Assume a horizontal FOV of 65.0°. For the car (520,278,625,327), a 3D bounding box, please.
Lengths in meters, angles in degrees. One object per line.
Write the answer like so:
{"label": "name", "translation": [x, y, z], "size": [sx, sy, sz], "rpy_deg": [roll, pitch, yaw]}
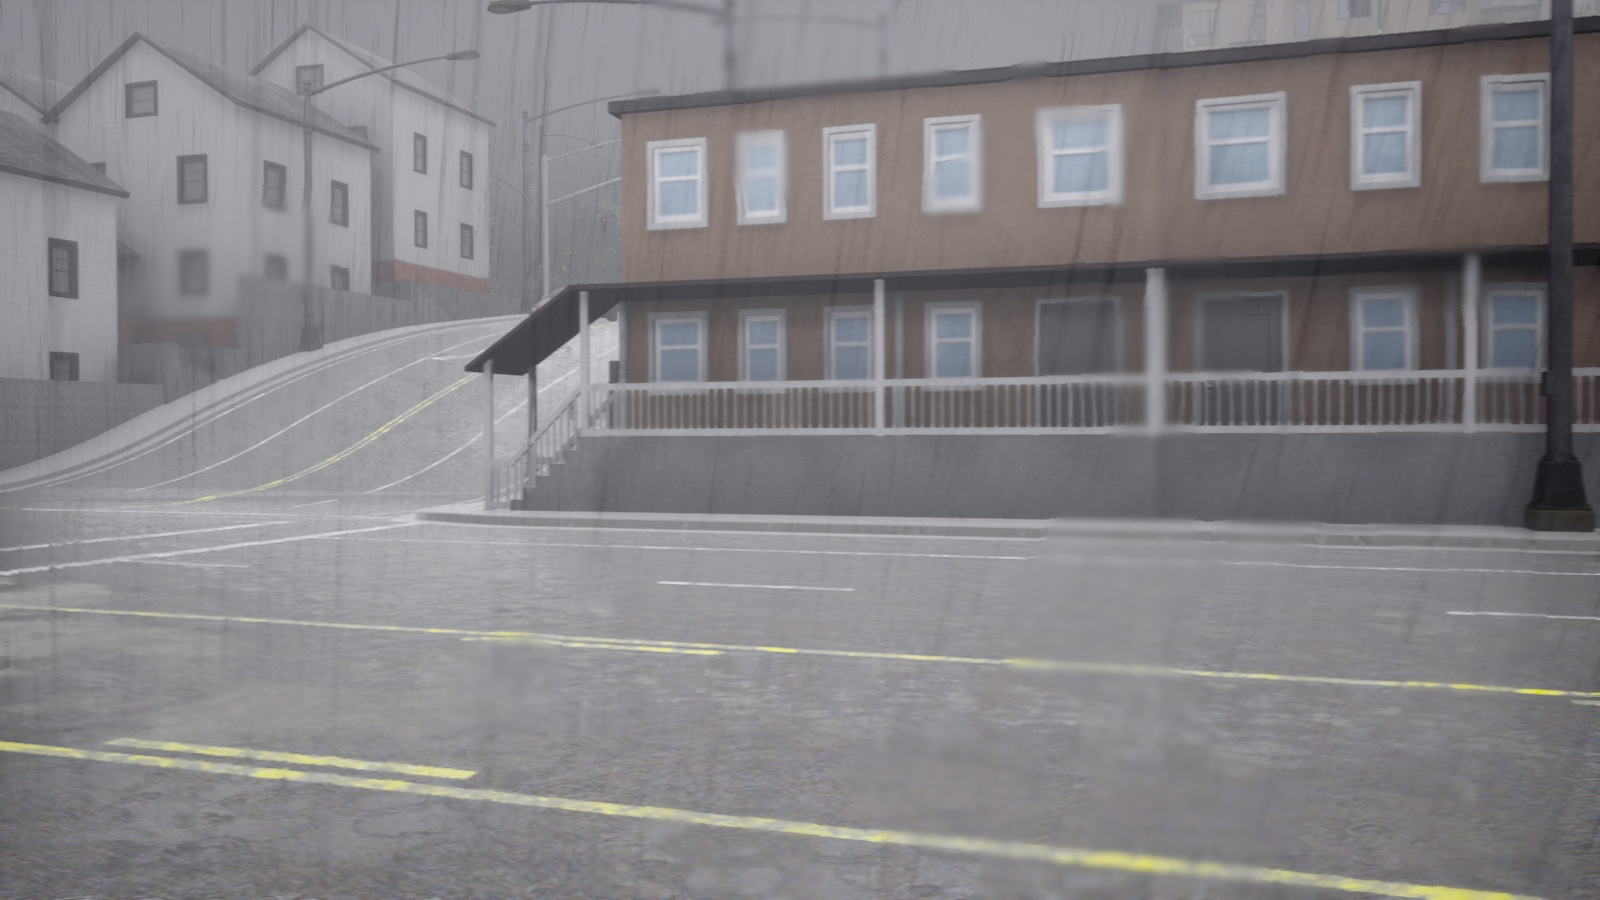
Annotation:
{"label": "car", "translation": [-9.362, -6.162, 52.158], "size": [2.242, 1.667, 4.611], "rpy_deg": [1, 10, 19]}
